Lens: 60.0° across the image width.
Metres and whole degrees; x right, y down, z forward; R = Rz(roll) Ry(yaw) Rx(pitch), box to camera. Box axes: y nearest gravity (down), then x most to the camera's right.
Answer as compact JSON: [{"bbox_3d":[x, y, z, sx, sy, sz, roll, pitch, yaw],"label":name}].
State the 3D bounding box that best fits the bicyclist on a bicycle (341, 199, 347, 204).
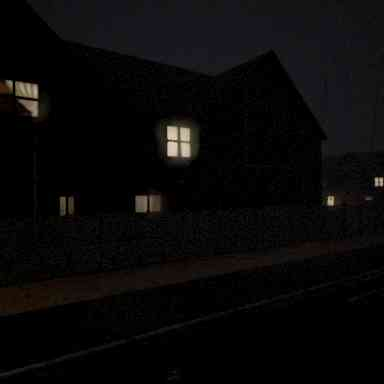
[{"bbox_3d":[16.380,1.615,35.915,1.656,1.620,0.582,-1,0,-35],"label":"bicyclist on a bicycle"}]
